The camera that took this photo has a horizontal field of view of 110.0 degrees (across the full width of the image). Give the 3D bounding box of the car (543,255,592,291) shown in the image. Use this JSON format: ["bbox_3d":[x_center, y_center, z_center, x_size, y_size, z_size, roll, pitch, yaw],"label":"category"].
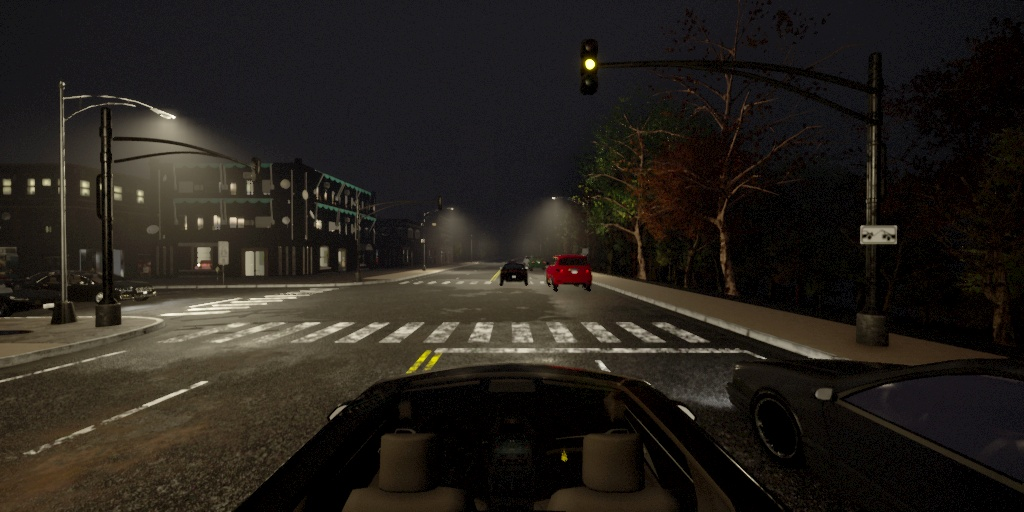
[{"bbox_3d":[3.379,0.963,21.983,2.150,2.045,5.566,0,0,0],"label":"car"}]

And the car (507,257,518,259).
[{"bbox_3d":[0.095,1.280,64.111,1.994,1.385,4.181,0,0,0],"label":"car"}]

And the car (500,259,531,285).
[{"bbox_3d":[0.137,1.217,26.222,1.882,1.535,5.008,0,0,0],"label":"car"}]

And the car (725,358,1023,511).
[{"bbox_3d":[3.326,1.296,1.762,2.033,1.411,5.357,0,0,3],"label":"car"}]

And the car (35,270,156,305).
[{"bbox_3d":[-19.320,1.467,16.435,4.892,1.490,1.837,-1,1,-2],"label":"car"}]

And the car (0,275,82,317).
[{"bbox_3d":[-19.930,1.563,13.755,4.313,1.339,1.948,0,0,0],"label":"car"}]

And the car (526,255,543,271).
[{"bbox_3d":[3.421,0.947,48.359,2.150,2.045,5.566,0,0,0],"label":"car"}]
